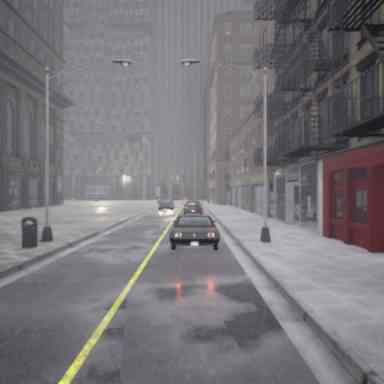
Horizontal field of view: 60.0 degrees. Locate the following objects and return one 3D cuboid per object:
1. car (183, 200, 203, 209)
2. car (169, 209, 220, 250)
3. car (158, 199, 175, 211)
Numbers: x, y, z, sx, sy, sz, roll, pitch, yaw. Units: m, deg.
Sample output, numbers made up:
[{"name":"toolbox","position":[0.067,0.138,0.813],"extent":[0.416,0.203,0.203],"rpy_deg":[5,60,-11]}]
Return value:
[{"name":"car","position":[0.099,1.538,32.258],"extent":[1.812,1.442,4.674],"rpy_deg":[0,0,0]},{"name":"car","position":[0.100,1.606,14.385],"extent":[1.895,1.301,4.718],"rpy_deg":[0,0,0]},{"name":"car","position":[-3.097,1.563,41.000],"extent":[2.033,1.411,5.357],"rpy_deg":[0,0,0]}]
